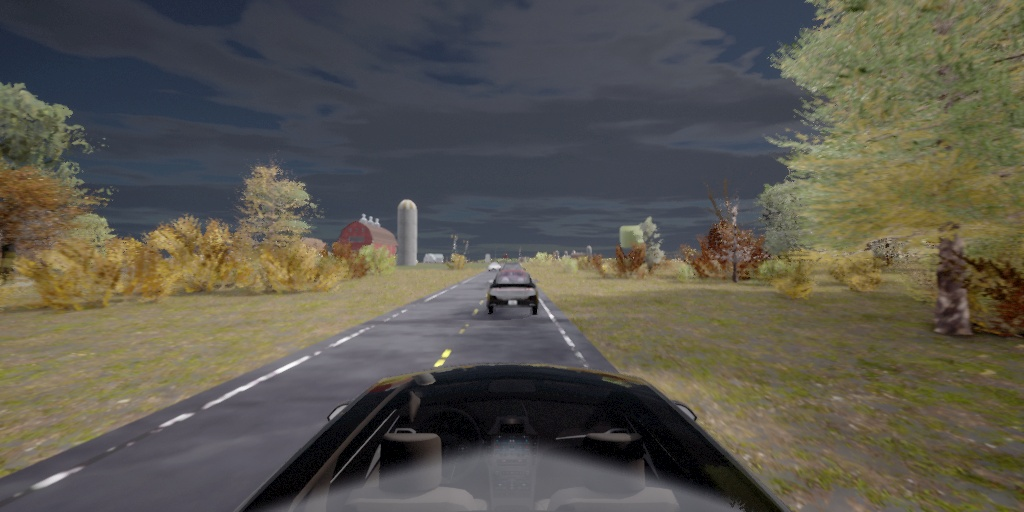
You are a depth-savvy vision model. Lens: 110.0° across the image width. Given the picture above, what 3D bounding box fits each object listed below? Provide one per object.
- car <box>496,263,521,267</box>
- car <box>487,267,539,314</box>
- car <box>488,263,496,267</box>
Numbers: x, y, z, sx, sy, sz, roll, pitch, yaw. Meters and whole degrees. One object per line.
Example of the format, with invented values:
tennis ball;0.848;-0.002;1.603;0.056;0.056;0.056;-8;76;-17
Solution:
car;0.045;1.358;29.271;2.097;1.767;4.553;0;-1;1
car;0.044;1.358;14.332;2.128;1.511;4.902;0;0;1
car;-2.819;1.807;57.527;1.812;1.442;4.674;0;-1;0
